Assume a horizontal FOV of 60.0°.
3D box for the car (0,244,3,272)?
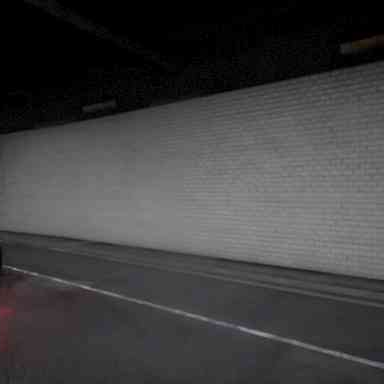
[{"bbox_3d":[-6.895,1.505,8.774,4.892,1.490,1.837,0,0,34],"label":"car"}]
